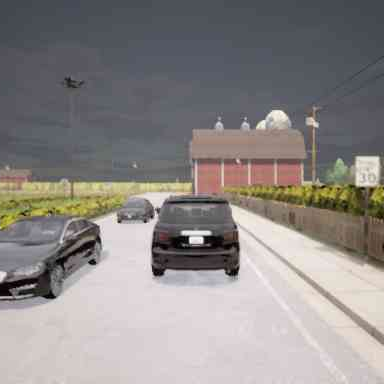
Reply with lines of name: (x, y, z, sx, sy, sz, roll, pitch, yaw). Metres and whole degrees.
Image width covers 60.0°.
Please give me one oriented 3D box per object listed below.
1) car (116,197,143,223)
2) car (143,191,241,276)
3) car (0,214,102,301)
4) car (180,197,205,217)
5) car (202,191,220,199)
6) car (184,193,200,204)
car: (-3.624, 1.151, 21.793, 1.837, 1.490, 4.892, 0, 1, 0)
car: (0.081, 1.064, 9.886, 2.150, 2.045, 5.566, 0, 1, 0)
car: (-3.617, 1.356, 8.191, 2.128, 1.511, 4.902, 0, 1, 0)
car: (0.036, 1.166, 26.857, 1.895, 1.301, 4.718, 0, 1, 0)
car: (3.578, 0.478, 61.268, 1.994, 1.385, 4.181, 0, 1, 22)
car: (-0.007, 0.843, 44.658, 1.994, 1.385, 4.181, 0, 1, 0)
